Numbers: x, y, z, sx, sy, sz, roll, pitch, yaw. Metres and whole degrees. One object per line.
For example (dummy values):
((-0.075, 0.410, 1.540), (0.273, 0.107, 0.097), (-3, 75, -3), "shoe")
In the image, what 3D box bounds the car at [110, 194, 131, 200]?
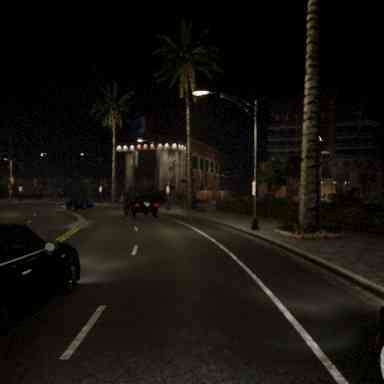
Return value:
((-17.920, 1.211, 83.278), (4.674, 1.452, 2.002), (1, 0, 19), "car")

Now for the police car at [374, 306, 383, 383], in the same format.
((3.023, 1.457, 2.013), (1.930, 1.638, 5.238), (1, 0, 2), "police car")

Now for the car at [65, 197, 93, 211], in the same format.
((-12.921, 1.330, 37.630), (1.882, 1.535, 5.008), (1, 0, -35), "car")

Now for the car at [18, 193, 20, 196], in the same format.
((-37.478, 0.831, 77.944), (4.553, 1.767, 2.185), (1, 0, 19), "car")

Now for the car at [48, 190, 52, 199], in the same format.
((-35.040, 1.008, 85.141), (4.193, 1.474, 1.816), (1, 0, 19), "car")

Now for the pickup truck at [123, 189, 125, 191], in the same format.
((-11.539, 0.953, 68.430), (2.390, 2.098, 6.274), (1, 0, 19), "pickup truck")

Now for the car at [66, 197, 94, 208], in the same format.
((-15.400, 1.388, 45.730), (1.994, 1.385, 4.181), (1, 0, -45), "car")

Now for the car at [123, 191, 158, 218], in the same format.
((-4.667, 1.166, 29.925), (2.150, 2.045, 5.566), (1, 0, -22), "car")

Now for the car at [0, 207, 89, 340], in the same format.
((-3.600, 1.312, 5.780), (2.097, 1.767, 4.553), (1, 0, 0), "car")
